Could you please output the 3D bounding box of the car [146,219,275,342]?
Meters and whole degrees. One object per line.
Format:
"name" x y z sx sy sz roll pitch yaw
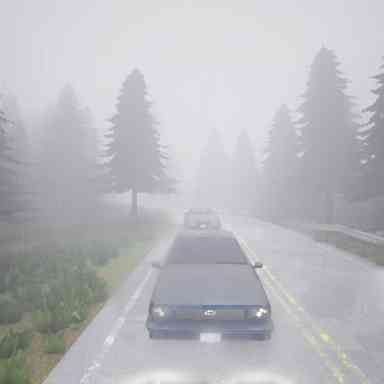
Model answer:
"car" 0.302 1.558 7.101 2.033 1.411 5.357 0 0 1

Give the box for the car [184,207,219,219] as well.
"car" 0.519 1.584 19.241 1.994 1.385 4.181 0 0 -2
